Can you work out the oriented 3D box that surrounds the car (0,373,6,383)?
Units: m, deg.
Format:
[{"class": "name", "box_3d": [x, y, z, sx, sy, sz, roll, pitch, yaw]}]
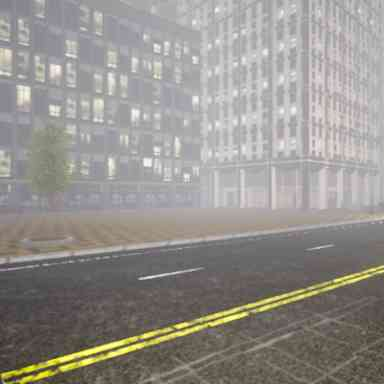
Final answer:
[{"class": "car", "box_3d": [-3.330, 1.494, 1.113, 4.902, 1.511, 2.128, 0, 0, -35]}]
